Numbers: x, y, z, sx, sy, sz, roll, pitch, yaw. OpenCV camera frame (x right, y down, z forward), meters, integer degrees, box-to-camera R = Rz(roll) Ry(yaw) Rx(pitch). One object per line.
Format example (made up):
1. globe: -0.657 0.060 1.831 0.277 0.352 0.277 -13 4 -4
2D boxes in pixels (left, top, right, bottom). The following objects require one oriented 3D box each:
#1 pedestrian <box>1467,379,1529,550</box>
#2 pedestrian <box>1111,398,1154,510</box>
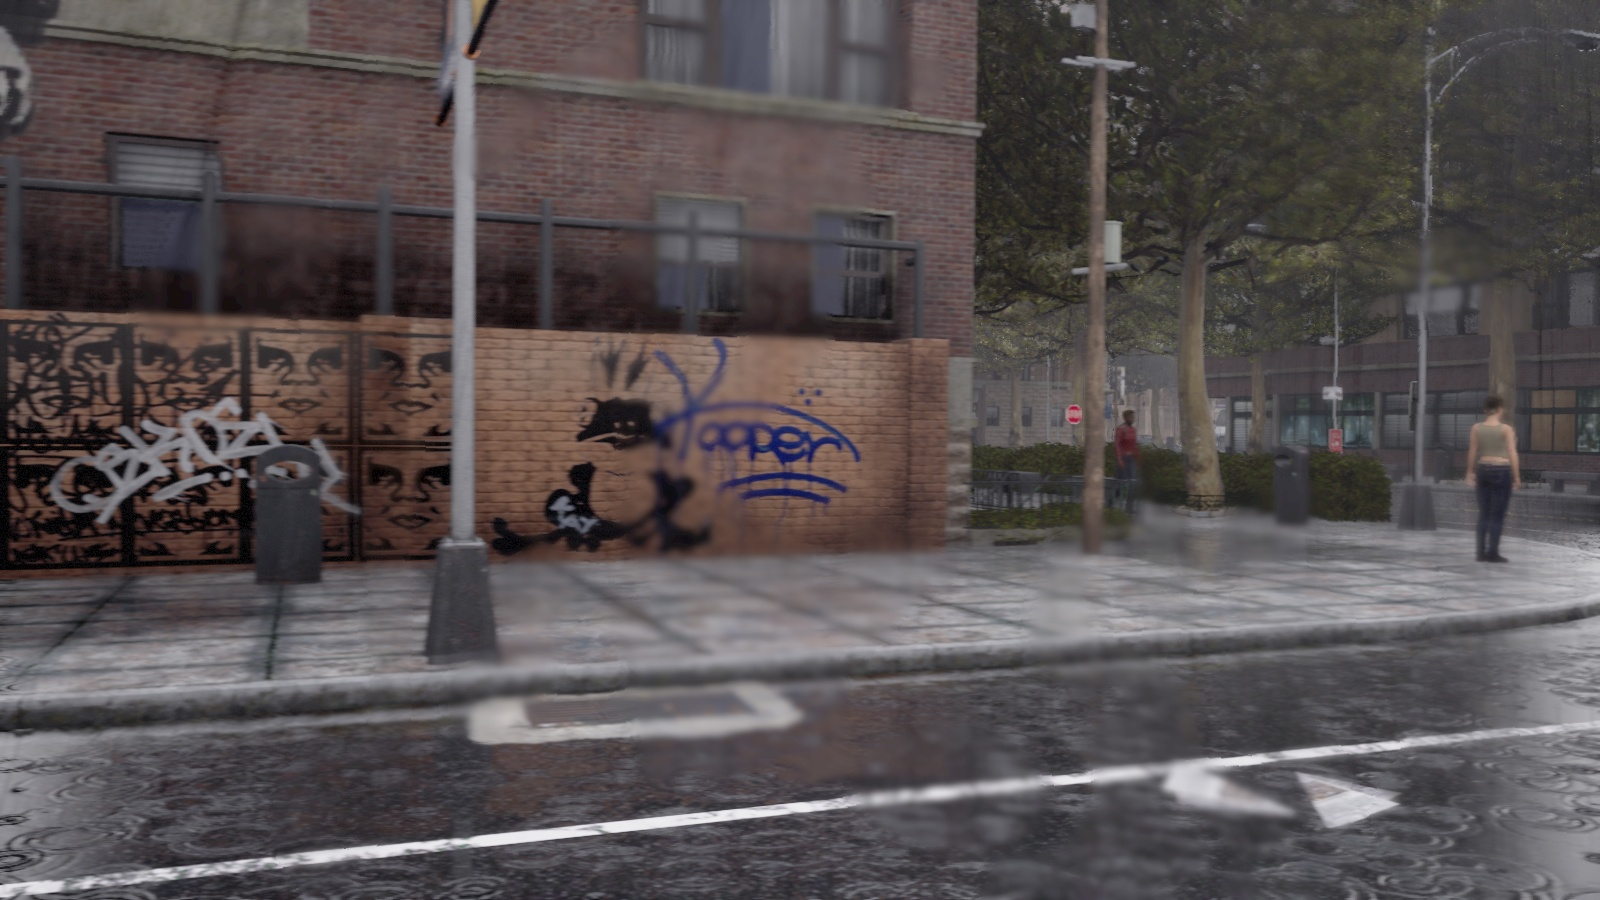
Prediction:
1. pedestrian: 7.690 0.150 13.833 0.594 1.836 0.345 -1 1 -30
2. pedestrian: 5.575 0.058 21.085 0.331 1.846 0.636 -1 1 -29
